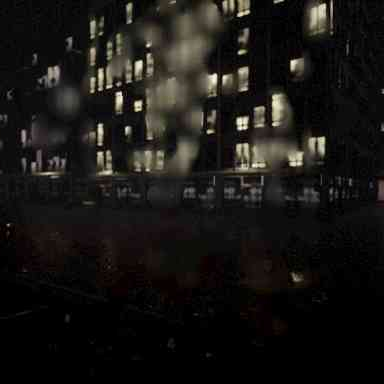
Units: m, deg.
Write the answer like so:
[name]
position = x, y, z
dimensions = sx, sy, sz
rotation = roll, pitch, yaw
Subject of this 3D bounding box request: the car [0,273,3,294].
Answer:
[car]
position = -5.842, 1.491, 7.035
dimensions = 4.829, 1.417, 1.752
rotation = 0, 0, 35
